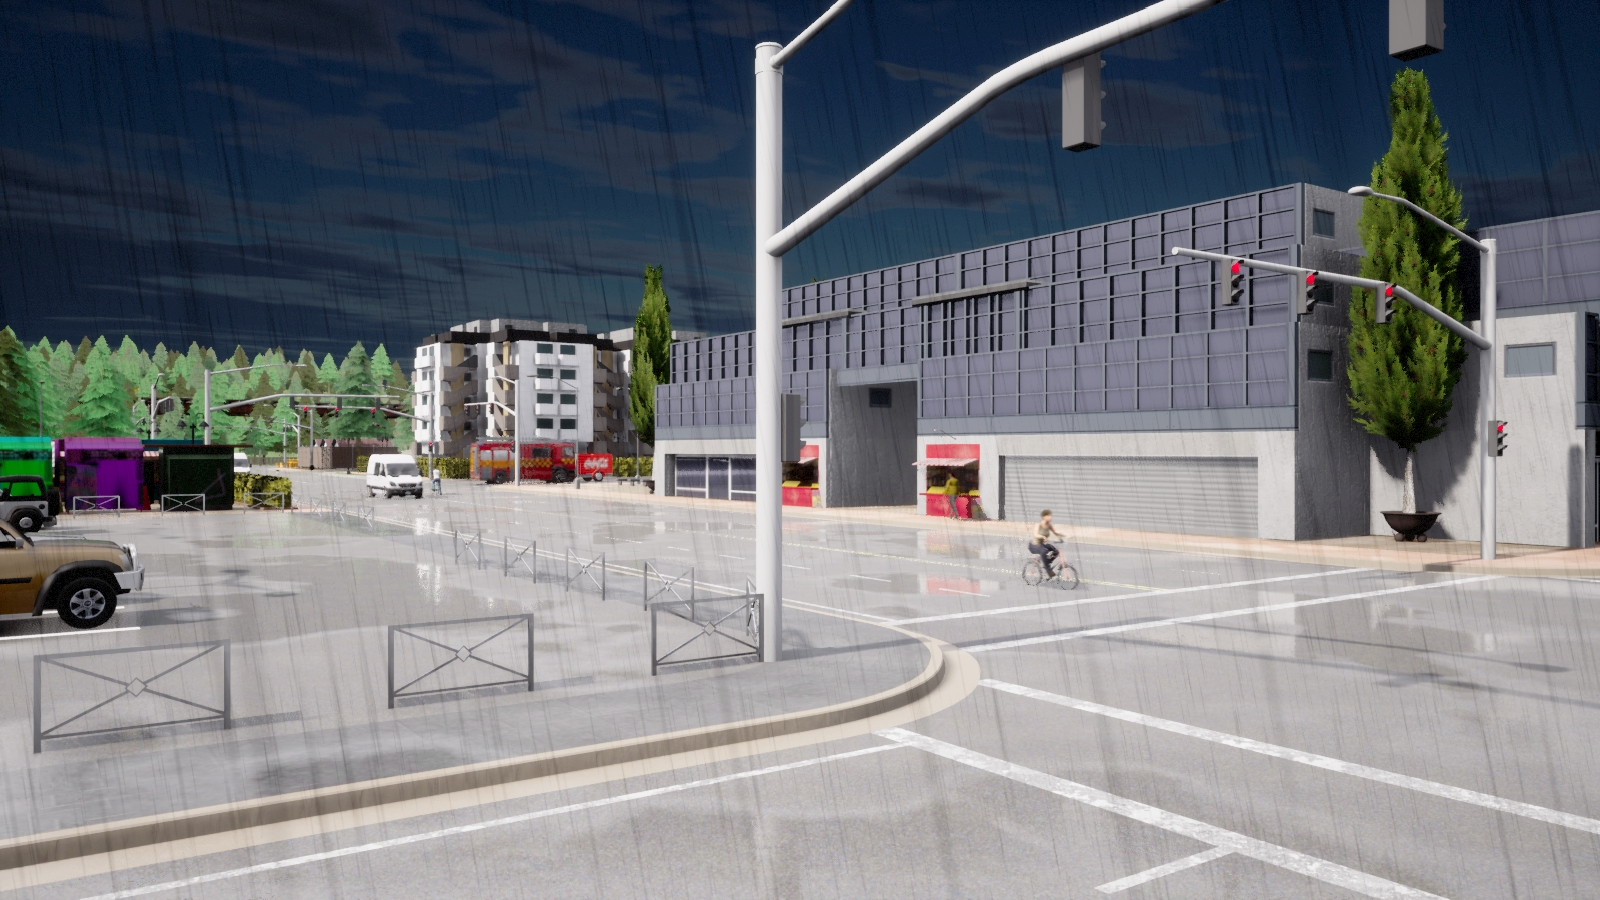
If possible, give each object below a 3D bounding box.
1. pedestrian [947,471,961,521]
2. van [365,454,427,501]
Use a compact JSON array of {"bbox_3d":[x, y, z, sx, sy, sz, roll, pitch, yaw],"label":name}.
[{"bbox_3d":[5.712,1.699,42.482,0.375,1.860,0.375,0,0,-28],"label":"pedestrian"},{"bbox_3d":[-23.386,1.534,65.959,1.988,2.561,5.915,0,0,-33],"label":"van"}]
